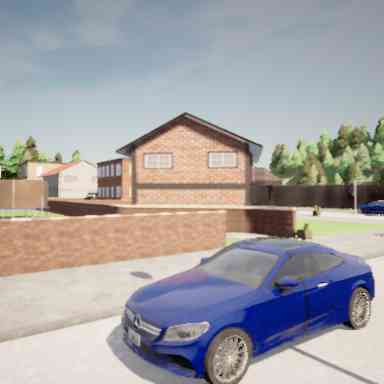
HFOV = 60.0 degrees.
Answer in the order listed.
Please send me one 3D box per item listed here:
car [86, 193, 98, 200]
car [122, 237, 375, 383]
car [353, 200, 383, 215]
[{"bbox_3d":[-11.658,1.003,40.523,1.905,1.878,3.866,0,0,-35],"label":"car"},{"bbox_3d":[1.195,1.534,5.430,4.674,1.442,1.812,0,0,-35],"label":"car"},{"bbox_3d":[18.313,1.549,32.295,1.882,1.535,5.008,0,0,-35],"label":"car"}]
